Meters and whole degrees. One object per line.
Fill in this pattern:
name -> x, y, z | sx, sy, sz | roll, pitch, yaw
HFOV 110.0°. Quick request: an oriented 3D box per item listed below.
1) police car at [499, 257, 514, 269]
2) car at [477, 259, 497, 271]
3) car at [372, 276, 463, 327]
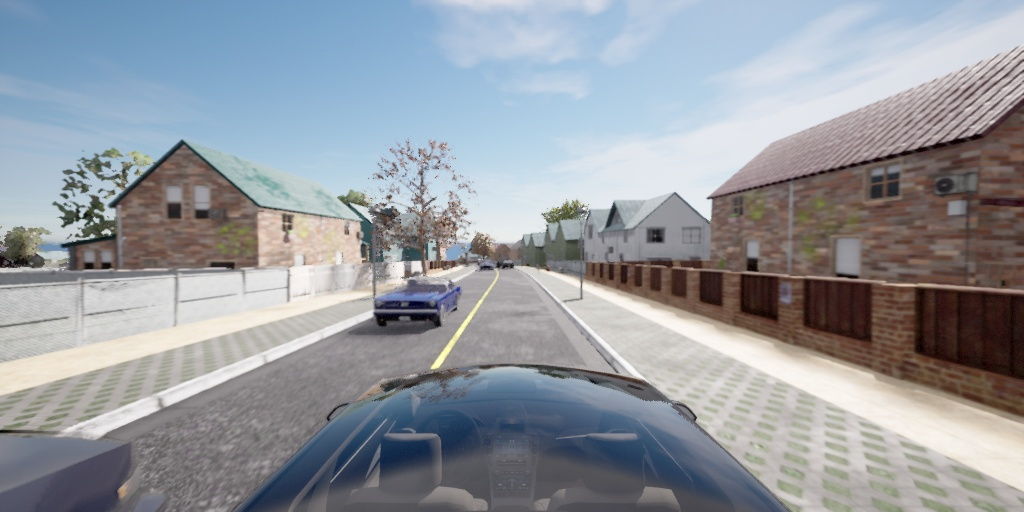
police car -> -0.715, 1.406, 61.473 | 1.930, 1.638, 5.238 | 0, -1, -5
car -> -3.682, 1.270, 52.152 | 2.097, 1.767, 4.553 | 0, 0, -3
car -> -2.838, 1.354, 11.704 | 1.895, 1.301, 4.718 | 0, 0, 0
